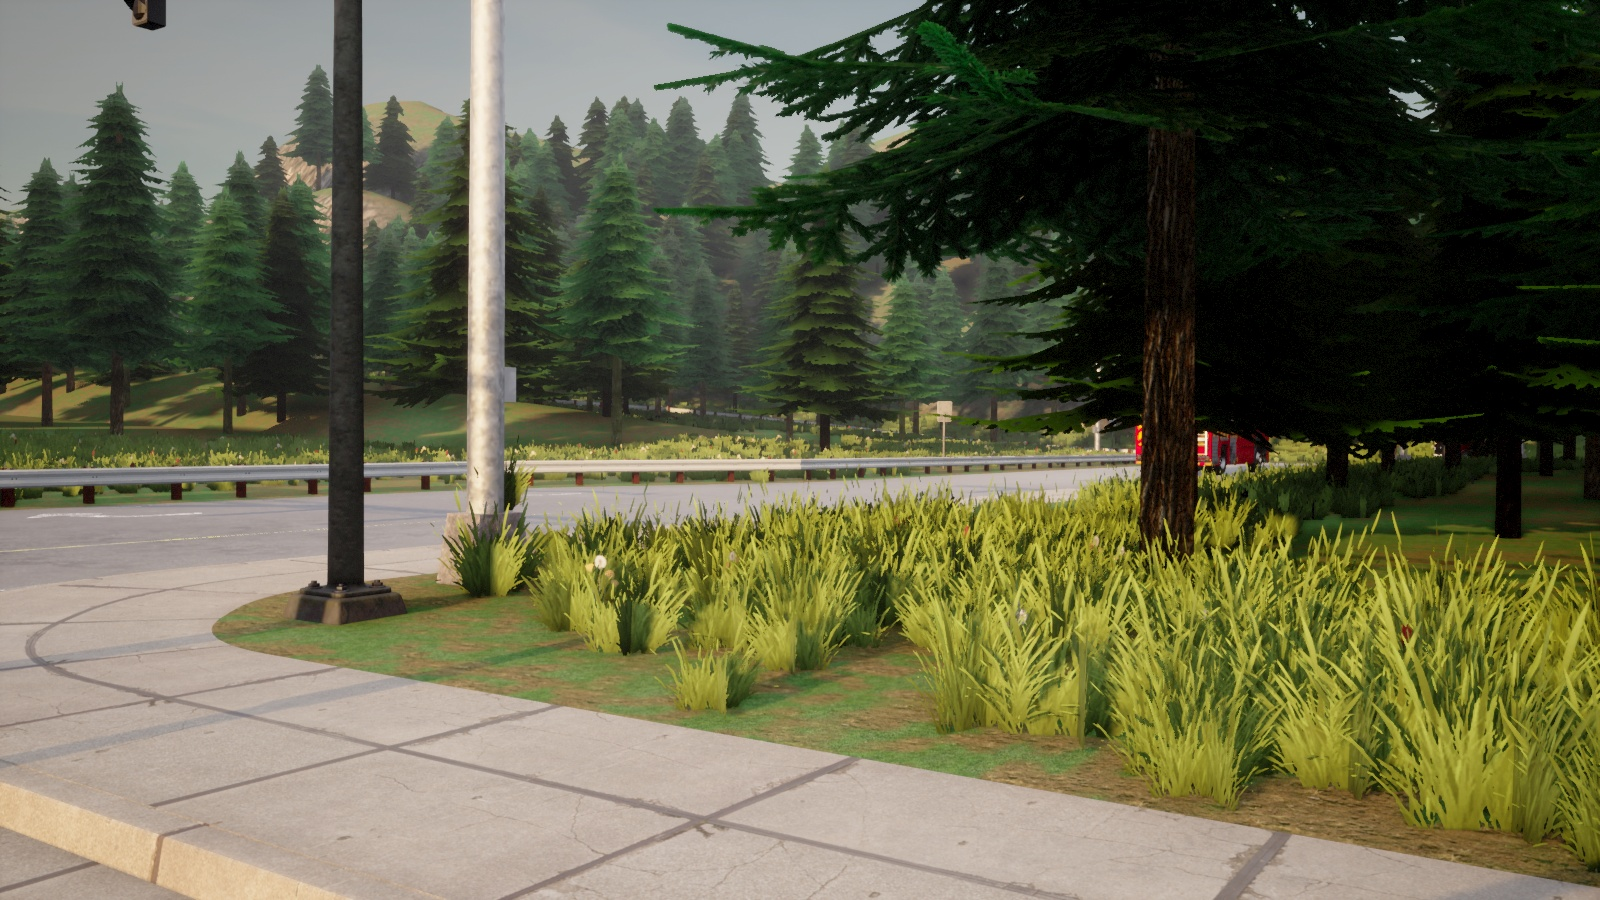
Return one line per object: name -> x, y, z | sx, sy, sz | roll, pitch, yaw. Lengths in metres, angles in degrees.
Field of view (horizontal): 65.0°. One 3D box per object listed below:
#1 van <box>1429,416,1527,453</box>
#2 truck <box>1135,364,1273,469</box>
van -> 38.487, -0.895, 71.348 | 4.480, 2.038, 2.069 | -1, 1, -5
truck -> 16.175, -1.287, 49.850 | 2.891, 3.827, 8.468 | 0, 1, 35
